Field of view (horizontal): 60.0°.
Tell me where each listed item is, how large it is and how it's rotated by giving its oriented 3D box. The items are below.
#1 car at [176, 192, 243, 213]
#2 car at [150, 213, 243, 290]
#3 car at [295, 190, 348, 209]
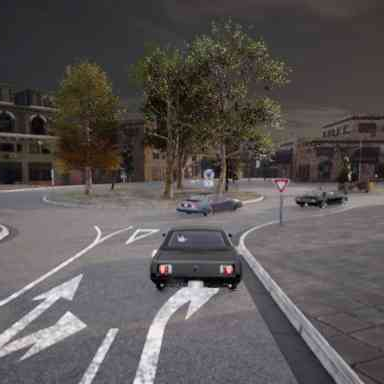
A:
[{"bbox_3d":[1.313,0.747,22.549,2.033,1.411,5.357,4,6,42],"label":"car"},{"bbox_3d":[0.138,1.508,8.867,1.895,1.301,4.718,0,2,2],"label":"car"},{"bbox_3d":[10.176,0.531,25.918,4.718,1.301,1.895,-4,6,-38],"label":"car"}]
